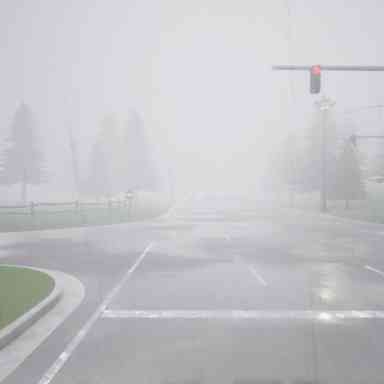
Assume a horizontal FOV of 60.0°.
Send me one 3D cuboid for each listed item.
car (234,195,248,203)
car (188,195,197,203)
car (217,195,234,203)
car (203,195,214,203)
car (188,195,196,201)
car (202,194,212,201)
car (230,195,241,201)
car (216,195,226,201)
[{"bbox_3d":[10.552,1.528,70.336,2.033,1.411,5.357,0,0,0],"label":"car"},{"bbox_3d":[0.052,1.513,70.344,2.128,1.511,4.902,0,0,0],"label":"car"},{"bbox_3d":[7.052,1.513,70.339,2.128,1.511,4.902,0,0,0],"label":"car"},{"bbox_3d":[3.552,1.466,70.342,1.882,1.535,5.008,0,0,0],"label":"car"},{"bbox_3d":[0.060,1.423,80.794,1.895,1.301,4.718,0,0,0],"label":"car"},{"bbox_3d":[3.560,1.354,80.762,2.128,1.511,4.902,0,0,0],"label":"car"},{"bbox_3d":[10.560,1.424,80.786,1.895,1.301,4.718,0,0,0],"label":"car"},{"bbox_3d":[7.060,1.424,80.789,1.895,1.301,4.718,0,0,0],"label":"car"}]
